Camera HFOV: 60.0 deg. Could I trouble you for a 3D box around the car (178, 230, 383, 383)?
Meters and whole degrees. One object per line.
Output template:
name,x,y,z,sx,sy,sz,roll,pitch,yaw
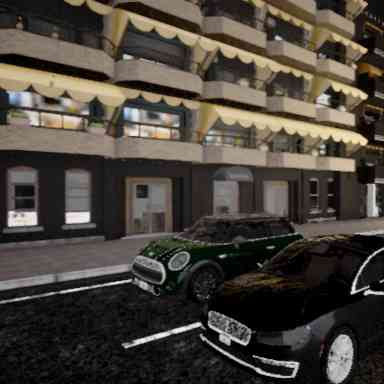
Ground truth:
car,2.371,1.505,5.363,4.892,1.490,1.837,0,0,-35

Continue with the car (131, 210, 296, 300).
car,0.821,1.352,8.246,4.553,1.767,2.097,0,0,-35
